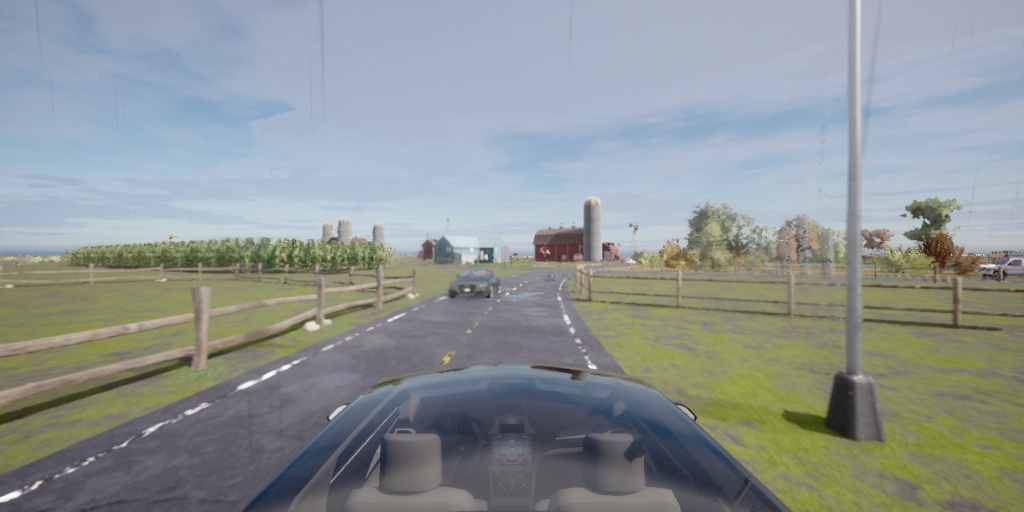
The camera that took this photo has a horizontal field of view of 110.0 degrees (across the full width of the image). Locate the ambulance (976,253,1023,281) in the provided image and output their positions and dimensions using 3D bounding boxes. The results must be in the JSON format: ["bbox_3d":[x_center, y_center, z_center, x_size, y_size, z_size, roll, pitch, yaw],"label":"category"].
[{"bbox_3d":[45.912,0.971,31.437,6.366,2.431,2.351,0,0,31],"label":"ambulance"}]

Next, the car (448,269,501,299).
[{"bbox_3d":[-1.760,1.326,17.921,1.994,1.385,4.181,0,0,7],"label":"car"}]
